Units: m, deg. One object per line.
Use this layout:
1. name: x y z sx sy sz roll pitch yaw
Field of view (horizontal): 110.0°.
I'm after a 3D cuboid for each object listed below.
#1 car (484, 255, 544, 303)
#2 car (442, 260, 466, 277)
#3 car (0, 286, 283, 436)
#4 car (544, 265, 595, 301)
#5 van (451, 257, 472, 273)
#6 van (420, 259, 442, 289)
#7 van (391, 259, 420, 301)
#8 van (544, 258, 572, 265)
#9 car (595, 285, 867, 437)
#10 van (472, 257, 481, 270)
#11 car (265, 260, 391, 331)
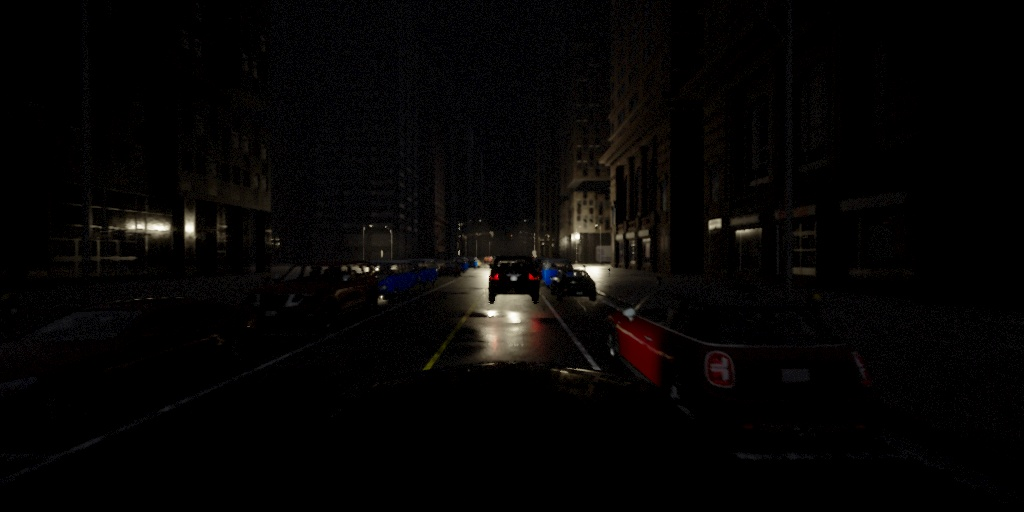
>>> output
1. car: 0.078 0.948 16.729 2.150 2.045 5.566 0 1 0
2. car: -5.786 1.280 33.804 1.802 1.307 4.207 0 0 0
3. car: -5.763 1.328 5.417 1.802 1.307 4.207 0 0 0
4. car: 2.753 1.272 16.788 2.007 1.370 4.403 0 0 0
5. van: -5.791 1.031 39.482 1.690 1.789 3.998 0 0 0
6. van: -5.777 1.057 22.449 1.690 1.789 3.998 0 0 0
7. van: -5.772 1.067 16.772 1.690 1.789 3.998 0 0 0
8. van: 2.748 1.053 22.466 1.690 1.789 3.998 0 0 0
9. car: 2.762 1.182 5.432 1.967 1.591 4.097 0 0 0
10. van: -5.799 1.015 50.836 1.690 1.789 3.998 0 0 0
11. car: -5.768 1.051 11.094 2.192 1.841 5.009 0 0 0
